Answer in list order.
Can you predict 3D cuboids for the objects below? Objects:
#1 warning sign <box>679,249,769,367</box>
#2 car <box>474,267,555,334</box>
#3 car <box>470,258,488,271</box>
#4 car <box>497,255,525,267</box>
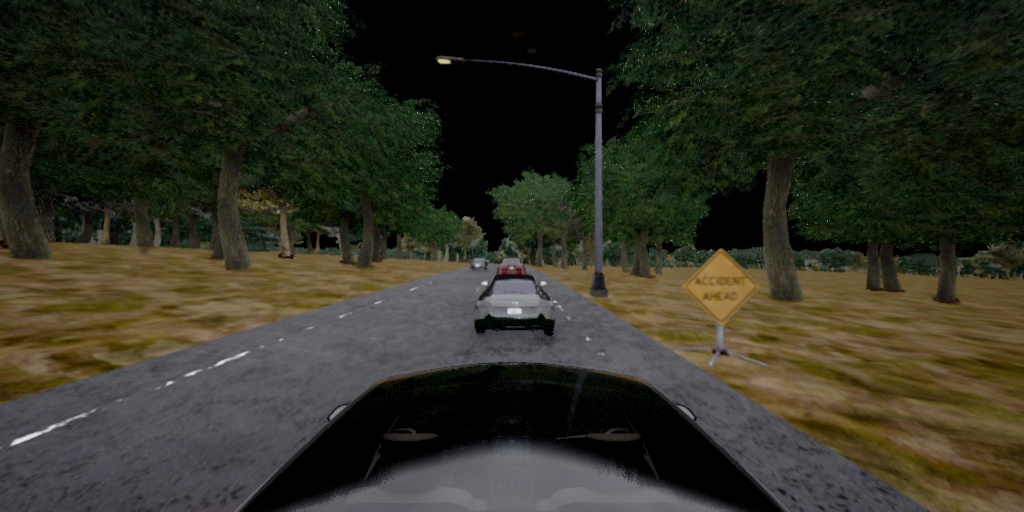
[{"bbox_3d":[3.545,0.803,6.116,1.300,1.860,1.060,0,0,0],"label":"warning sign"},{"bbox_3d":[0.057,1.196,10.138,1.994,1.385,4.181,0,1,0],"label":"car"},{"bbox_3d":[-3.897,0.957,42.586,2.128,1.511,4.902,0,0,-1],"label":"car"},{"bbox_3d":[-0.046,0.828,27.531,2.097,1.767,4.553,0,0,0],"label":"car"}]
